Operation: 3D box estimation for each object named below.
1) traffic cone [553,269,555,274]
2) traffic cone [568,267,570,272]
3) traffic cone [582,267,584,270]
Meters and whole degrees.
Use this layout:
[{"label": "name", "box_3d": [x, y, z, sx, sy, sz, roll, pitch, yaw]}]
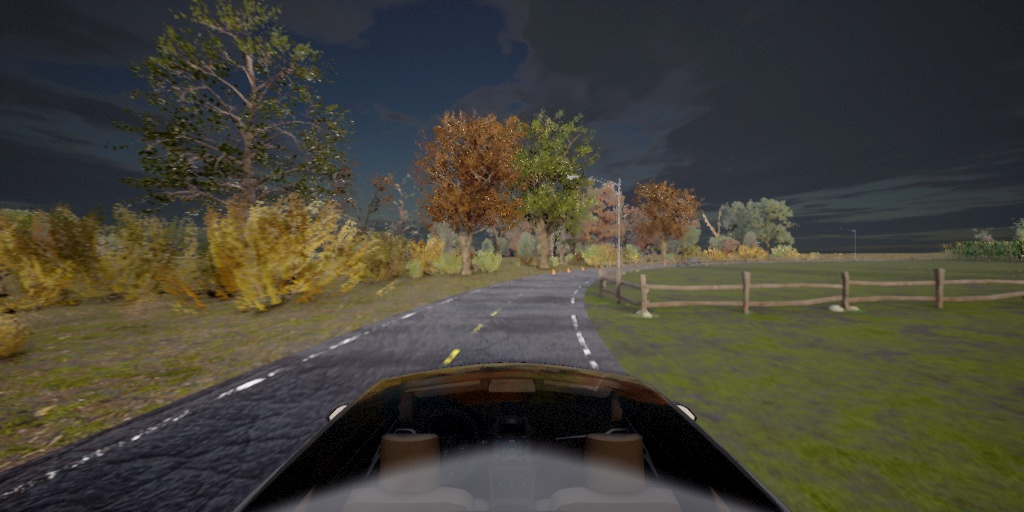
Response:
[{"label": "traffic cone", "box_3d": [4.495, 1.661, 38.618, 0.340, 0.580, 0.340, 0, 0, 25]}, {"label": "traffic cone", "box_3d": [6.820, 1.636, 43.207, 0.340, 0.580, 0.340, 0, 0, 29]}, {"label": "traffic cone", "box_3d": [9.408, 1.615, 47.651, 0.340, 0.580, 0.340, 0, 0, 32]}]
